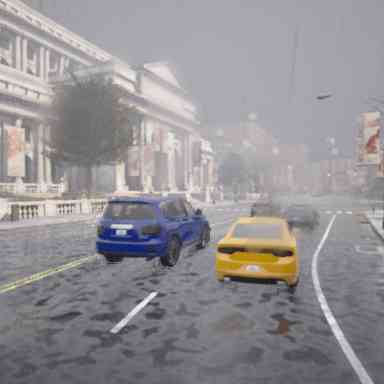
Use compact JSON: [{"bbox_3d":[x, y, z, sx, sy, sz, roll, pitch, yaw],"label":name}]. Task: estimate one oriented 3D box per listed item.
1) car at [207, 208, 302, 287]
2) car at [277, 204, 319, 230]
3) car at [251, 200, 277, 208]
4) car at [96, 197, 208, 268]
[{"bbox_3d":[1.987,1.449,9.413,1.882,1.535,5.008,0,0,16],"label":"car"},{"bbox_3d":[6.857,1.499,20.925,1.994,1.385,4.181,0,0,24],"label":"car"},{"bbox_3d":[6.315,1.406,28.115,2.128,1.511,4.902,0,0,25],"label":"car"},{"bbox_3d":[-1.042,1.186,11.534,2.150,2.045,5.566,0,0,19],"label":"car"}]
